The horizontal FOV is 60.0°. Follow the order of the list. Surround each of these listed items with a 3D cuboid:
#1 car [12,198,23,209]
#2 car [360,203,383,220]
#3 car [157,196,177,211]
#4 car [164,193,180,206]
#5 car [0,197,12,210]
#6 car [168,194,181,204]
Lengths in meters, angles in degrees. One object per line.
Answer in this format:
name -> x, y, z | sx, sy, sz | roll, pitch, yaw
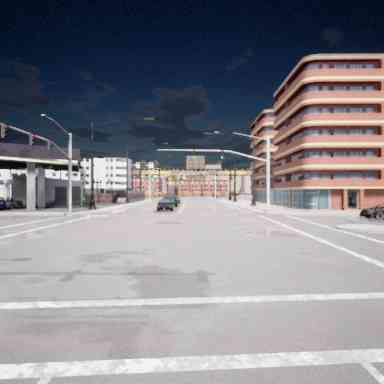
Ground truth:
car -> -24.055, 1.454, 42.987 | 3.806, 1.475, 1.970 | 0, 0, 1
car -> 16.184, 1.562, 27.338 | 4.181, 1.385, 1.994 | 0, 0, 0
car -> -3.168, 1.545, 40.122 | 2.033, 1.411, 5.357 | 0, 0, -1
car -> -3.270, 1.219, 50.428 | 2.150, 2.045, 5.566 | 0, 0, -1
car -> -23.335, 1.293, 37.237 | 4.611, 1.667, 2.242 | 0, 0, 1
car -> -3.340, 1.349, 64.027 | 2.097, 1.767, 4.553 | 0, 0, 0
